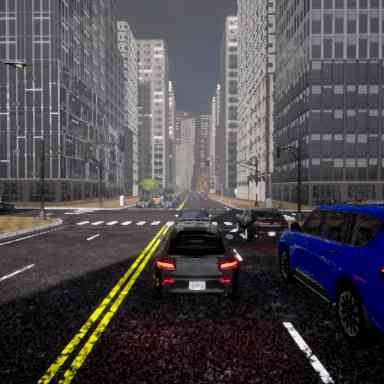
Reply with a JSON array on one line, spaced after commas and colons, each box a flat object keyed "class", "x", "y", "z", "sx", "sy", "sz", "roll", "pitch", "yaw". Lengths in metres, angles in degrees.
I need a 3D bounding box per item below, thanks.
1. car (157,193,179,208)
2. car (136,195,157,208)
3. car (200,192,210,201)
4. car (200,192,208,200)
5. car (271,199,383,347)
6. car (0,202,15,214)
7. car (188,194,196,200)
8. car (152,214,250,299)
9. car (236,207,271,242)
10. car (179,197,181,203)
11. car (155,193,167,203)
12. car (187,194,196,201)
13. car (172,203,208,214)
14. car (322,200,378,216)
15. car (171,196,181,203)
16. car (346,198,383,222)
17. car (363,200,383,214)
[{"class": "car", "x": -3.387, "y": 1.318, "z": 47.921, "sx": 2.097, "sy": 1.767, "sz": 4.553, "roll": 0, "pitch": 0, "yaw": 0}, {"class": "car", "x": -6.669, "y": 1.318, "z": 47.873, "sx": 2.097, "sy": 1.767, "sz": 4.553, "roll": 0, "pitch": 0, "yaw": 1}, {"class": "car", "x": 3.180, "y": 1.443, "z": 79.630, "sx": 1.812, "sy": 1.442, "sz": 4.674, "roll": 0, "pitch": 0, "yaw": 0}, {"class": "car", "x": 3.171, "y": 0.968, "z": 89.659, "sx": 2.150, "sy": 2.045, "sz": 5.566, "roll": 0, "pitch": 0, "yaw": 0}, {"class": "car", "x": 3.348, "y": 1.218, "z": 6.453, "sx": 2.150, "sy": 2.045, "sz": 5.566, "roll": 0, "pitch": 0, "yaw": 0}, {"class": "car", "x": -19.494, "y": 1.321, "z": 31.577, "sx": 5.008, "sy": 1.535, "sz": 1.882, "roll": 0, "pitch": 1, "yaw": 1}, {"class": "car", "x": -0.079, "y": 1.282, "z": 89.627, "sx": 2.033, "sy": 1.411, "sz": 5.357, "roll": 0, "pitch": 0, "yaw": 0}, {"class": "car", "x": 0.092, "y": 1.522, "z": 8.310, "sx": 1.812, "sy": 1.442, "sz": 4.674, "roll": 0, "pitch": 0, "yaw": 0}, {"class": "car", "x": 3.336, "y": 1.496, "z": 16.314, "sx": 1.837, "sy": 1.490, "sz": 4.892, "roll": 0, "pitch": 0, "yaw": 0}, {"class": "car", "x": -3.383, "y": 1.502, "z": 58.227, "sx": 2.033, "sy": 1.411, "sz": 5.357, "roll": 0, "pitch": 0, "yaw": 0}, {"class": "car", "x": -6.565, "y": 1.163, "z": 71.643, "sx": 2.150, "sy": 2.045, "sz": 5.566, "roll": 0, "pitch": 0, "yaw": 0}, {"class": "car", "x": -0.070, "y": 1.443, "z": 79.627, "sx": 1.812, "sy": 1.442, "sz": 4.674, "roll": 0, "pitch": 0, "yaw": 0}, {"class": "car", "x": 0.086, "y": 1.538, "z": 17.584, "sx": 2.033, "sy": 1.411, "sz": 5.357, "roll": 0, "pitch": 0, "yaw": 0}, {"class": "car", "x": 16.196, "y": 1.616, "z": 34.219, "sx": 4.892, "sy": 1.490, "sz": 1.837, "roll": 0, "pitch": 1, "yaw": 0}, {"class": "car", "x": -3.312, "y": 1.504, "z": 69.288, "sx": 1.994, "sy": 1.385, "sz": 4.181, "roll": 0, "pitch": 0, "yaw": 0}, {"class": "car", "x": 16.176, "y": 1.519, "z": 28.434, "sx": 5.009, "sy": 1.841, "sz": 2.192, "roll": 1, "pitch": 0, "yaw": 1}, {"class": "car", "x": 21.777, "y": 1.643, "z": 36.725, "sx": 4.829, "sy": 1.417, "sz": 1.752, "roll": 1, "pitch": 0, "yaw": 1}]
